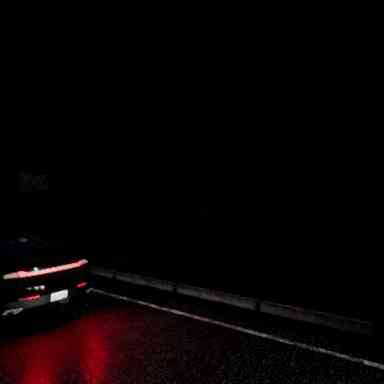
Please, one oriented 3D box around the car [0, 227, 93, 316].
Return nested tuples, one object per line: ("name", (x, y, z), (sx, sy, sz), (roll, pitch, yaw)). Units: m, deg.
("car", (-4.106, 1.489, 6.900), (4.902, 1.511, 2.128), (0, 0, 37))
